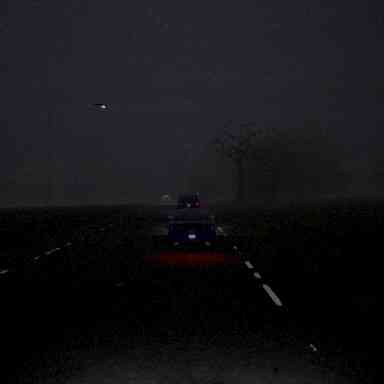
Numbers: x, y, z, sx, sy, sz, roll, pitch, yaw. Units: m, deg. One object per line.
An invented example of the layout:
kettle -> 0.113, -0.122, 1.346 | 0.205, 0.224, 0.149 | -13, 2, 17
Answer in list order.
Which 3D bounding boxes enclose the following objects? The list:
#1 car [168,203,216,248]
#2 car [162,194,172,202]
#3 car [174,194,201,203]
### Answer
car -> -0.016, 1.470, 14.667 | 1.882, 1.535, 5.008 | 0, 0, 0
car -> -5.829, 1.371, 76.624 | 2.150, 2.045, 5.566 | 0, -1, -2
car -> -0.361, 1.196, 29.750 | 2.150, 2.045, 5.566 | 0, 0, -2
